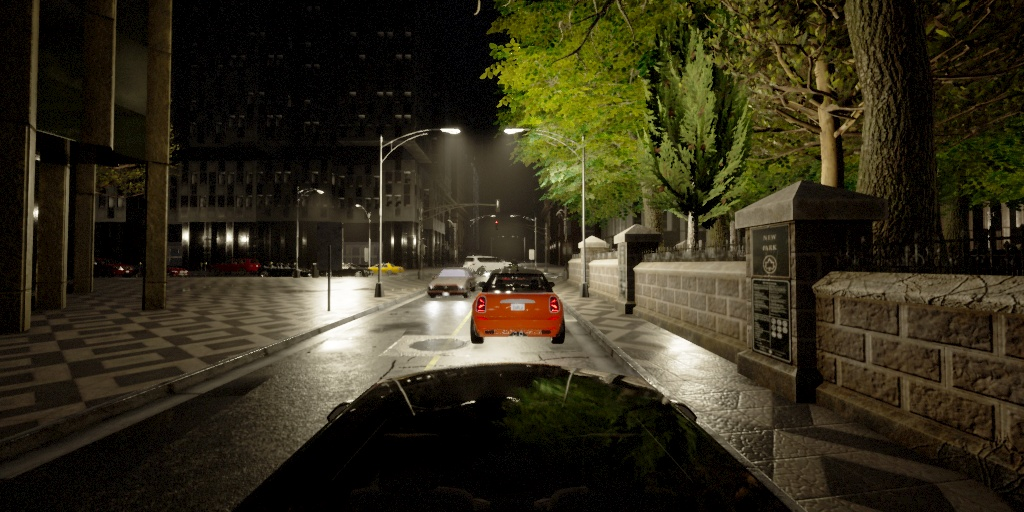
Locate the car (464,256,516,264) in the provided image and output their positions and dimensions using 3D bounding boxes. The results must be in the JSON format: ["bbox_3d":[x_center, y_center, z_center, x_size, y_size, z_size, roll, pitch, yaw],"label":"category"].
[{"bbox_3d":[-2.514,1.025,38.476,5.566,2.045,2.150,0,1,-37],"label":"car"}]

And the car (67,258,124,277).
[{"bbox_3d":[-36.560,1.062,31.755,5.009,1.841,2.192,0,0,1],"label":"car"}]

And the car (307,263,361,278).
[{"bbox_3d":[-16.897,1.341,34.234,4.181,1.385,1.994,0,-1,1],"label":"car"}]

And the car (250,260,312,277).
[{"bbox_3d":[-20.021,1.290,31.590,4.313,1.339,1.948,0,0,1],"label":"car"}]

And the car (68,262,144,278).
[{"bbox_3d":[-38.920,1.300,34.476,4.902,1.511,2.128,0,-1,1],"label":"car"}]

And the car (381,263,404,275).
[{"bbox_3d":[-14.602,1.426,40.059,4.829,1.417,1.751,0,0,1],"label":"car"}]

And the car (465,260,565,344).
[{"bbox_3d":[0.129,1.107,9.759,2.097,1.767,4.553,0,0,0],"label":"car"}]

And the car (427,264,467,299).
[{"bbox_3d":[-2.927,1.312,18.591,2.033,1.411,5.357,0,0,0],"label":"car"}]

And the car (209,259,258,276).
[{"bbox_3d":[-30.969,1.238,40.223,5.009,1.841,2.192,0,0,1],"label":"car"}]

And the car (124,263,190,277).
[{"bbox_3d":[-31.047,1.321,31.700,4.207,1.307,1.802,0,0,1],"label":"car"}]

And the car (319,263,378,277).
[{"bbox_3d":[-14.508,1.268,31.535,4.403,1.370,2.007,0,0,1],"label":"car"}]
